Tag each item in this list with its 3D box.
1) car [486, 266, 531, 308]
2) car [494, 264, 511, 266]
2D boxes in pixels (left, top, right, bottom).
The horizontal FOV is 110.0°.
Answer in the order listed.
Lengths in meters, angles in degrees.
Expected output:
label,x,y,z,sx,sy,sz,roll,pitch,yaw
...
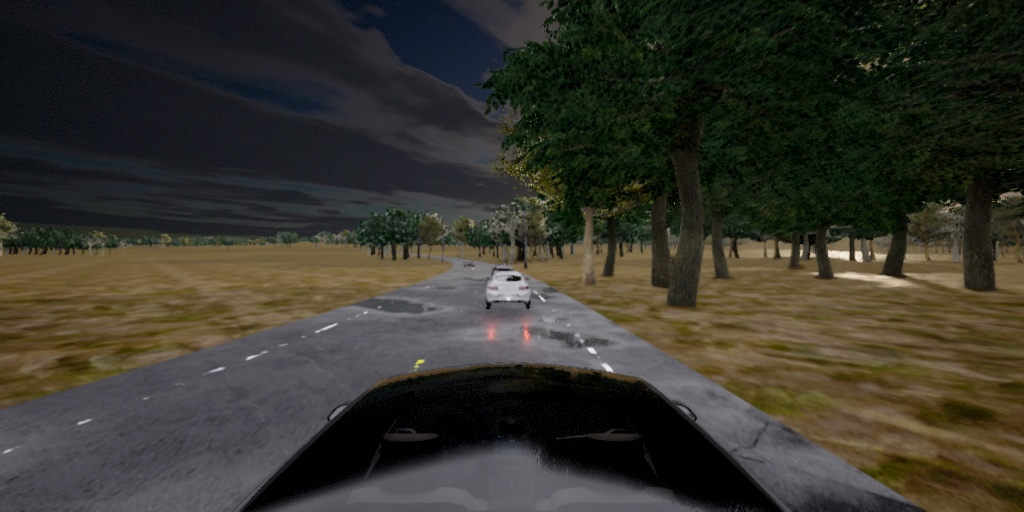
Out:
label,x,y,z,sx,sy,sz,roll,pitch,yaw
car,-0.180,1.378,15.843,1.812,1.442,4.674,0,0,-1
car,-0.830,1.392,30.476,2.128,1.511,4.902,0,0,-3
